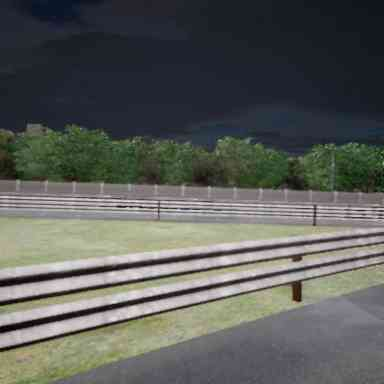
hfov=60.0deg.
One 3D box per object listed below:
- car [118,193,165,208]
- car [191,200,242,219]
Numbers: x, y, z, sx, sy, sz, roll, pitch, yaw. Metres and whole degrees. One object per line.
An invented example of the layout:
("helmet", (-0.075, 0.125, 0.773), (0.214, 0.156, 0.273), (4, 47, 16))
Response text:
("car", (-4.976, 0.949, 33.221), (4.553, 1.767, 2.097), (2, -1, -5))
("car", (1.961, 1.367, 26.756), (4.181, 1.385, 1.994), (2, -1, -5))
